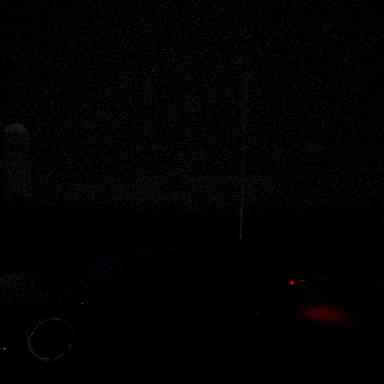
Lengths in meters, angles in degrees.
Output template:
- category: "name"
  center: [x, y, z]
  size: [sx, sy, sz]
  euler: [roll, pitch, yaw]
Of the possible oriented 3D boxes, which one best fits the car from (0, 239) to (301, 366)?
- category: "car"
  center: [-0.644, 1.559, 5.718]
  size: [5.357, 1.411, 2.033]
  euler: [3, 0, -26]
